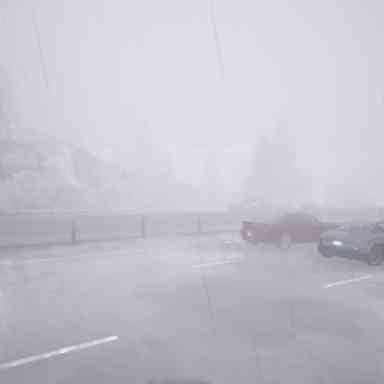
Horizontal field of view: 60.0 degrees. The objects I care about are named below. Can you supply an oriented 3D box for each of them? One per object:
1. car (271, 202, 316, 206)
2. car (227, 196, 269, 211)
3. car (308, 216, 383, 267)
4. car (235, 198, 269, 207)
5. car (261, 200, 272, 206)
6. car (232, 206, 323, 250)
[{"bbox_3d":[9.758,1.723,29.788,4.674,1.442,1.812,1,0,-26],"label":"car"},{"bbox_3d":[6.937,1.446,40.088,5.566,2.045,2.150,1,0,-25],"label":"car"},{"bbox_3d":[6.466,1.660,11.906,4.181,1.385,1.994,1,0,-31],"label":"car"},{"bbox_3d":[7.645,1.690,36.537,5.008,1.535,1.882,1,0,-25],"label":"car"},{"bbox_3d":[9.506,1.776,33.546,4.181,1.385,1.994,1,0,-25],"label":"car"},{"bbox_3d":[4.457,1.572,14.786,5.008,1.535,1.882,1,0,-31],"label":"car"}]
